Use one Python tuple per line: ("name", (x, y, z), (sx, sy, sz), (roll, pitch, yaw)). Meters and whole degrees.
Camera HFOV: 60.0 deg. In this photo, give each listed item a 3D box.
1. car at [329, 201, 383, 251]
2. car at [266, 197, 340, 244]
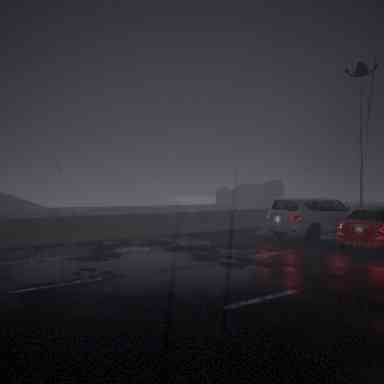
("car", (7.837, 1.363, 13.048), (4.553, 1.767, 2.097), (0, 0, -31))
("car", (6.098, 1.255, 16.085), (5.566, 2.045, 2.150), (0, 0, -31))
